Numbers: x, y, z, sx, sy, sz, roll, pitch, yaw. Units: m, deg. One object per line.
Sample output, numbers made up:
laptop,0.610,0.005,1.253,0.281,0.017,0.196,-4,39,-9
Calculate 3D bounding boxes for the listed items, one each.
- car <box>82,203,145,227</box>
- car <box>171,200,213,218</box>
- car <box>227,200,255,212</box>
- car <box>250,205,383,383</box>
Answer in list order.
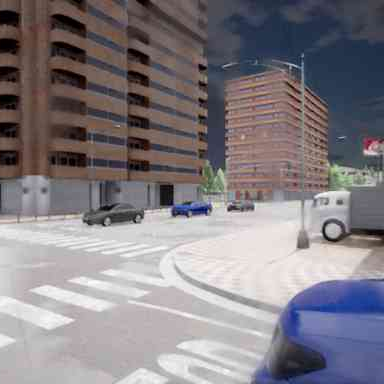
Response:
car,-5.449,1.563,23.598,1.837,1.490,4.892,0,0,35
car,0.033,1.536,31.327,1.882,1.535,5.008,0,0,36
car,5.841,1.622,39.444,1.994,1.385,4.181,0,0,36
car,3.118,1.222,1.757,5.566,2.045,2.150,0,0,36
